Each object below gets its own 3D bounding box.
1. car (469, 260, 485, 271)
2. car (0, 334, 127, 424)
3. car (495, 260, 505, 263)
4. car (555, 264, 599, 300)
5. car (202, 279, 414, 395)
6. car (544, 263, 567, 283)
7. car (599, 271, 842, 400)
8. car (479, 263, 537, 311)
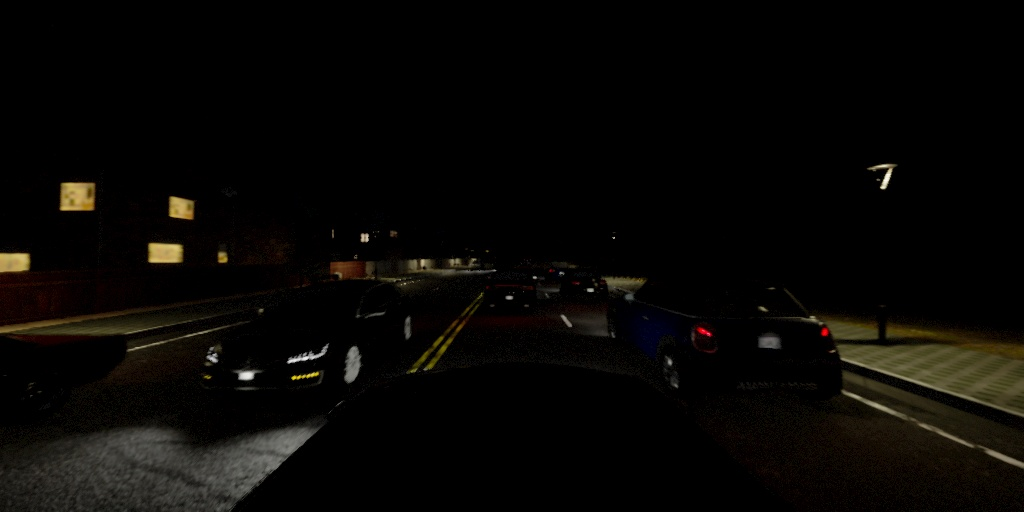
[{"bbox_3d":[-5.090,1.345,52.311,1.812,1.442,4.674,0,0,4],"label":"car"},{"bbox_3d":[-6.588,1.346,2.978,1.895,1.301,4.718,0,0,0],"label":"car"},{"bbox_3d":[-1.732,1.370,53.822,2.033,1.411,5.357,0,0,3],"label":"car"},{"bbox_3d":[3.397,1.294,17.621,1.812,1.442,4.674,0,0,1],"label":"car"},{"bbox_3d":[-3.316,1.257,6.931,1.837,1.490,4.892,0,0,0],"label":"car"},{"bbox_3d":[3.663,1.286,28.593,2.163,1.488,4.792,0,0,2],"label":"car"},{"bbox_3d":[3.262,1.109,6.648,2.097,1.767,4.553,0,0,0],"label":"car"},{"bbox_3d":[-0.009,1.240,14.514,1.882,1.535,5.008,0,0,2],"label":"car"}]
